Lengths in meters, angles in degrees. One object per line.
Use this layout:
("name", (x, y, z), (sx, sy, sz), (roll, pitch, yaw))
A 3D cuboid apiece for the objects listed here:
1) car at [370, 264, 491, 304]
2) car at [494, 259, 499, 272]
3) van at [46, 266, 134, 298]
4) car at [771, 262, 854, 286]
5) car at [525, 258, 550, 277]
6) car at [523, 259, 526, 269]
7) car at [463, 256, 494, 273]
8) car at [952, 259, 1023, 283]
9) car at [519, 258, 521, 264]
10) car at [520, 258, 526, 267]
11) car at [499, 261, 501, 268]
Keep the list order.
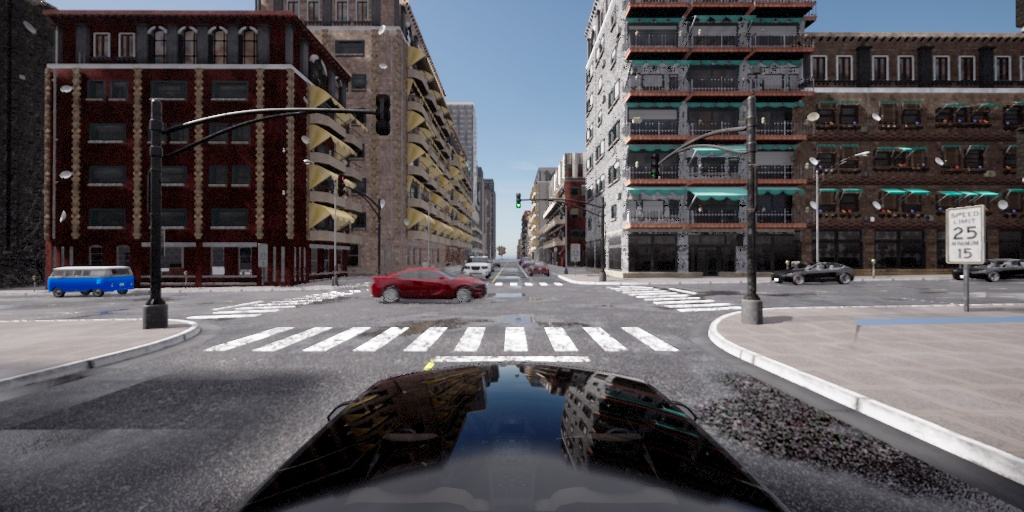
("car", (-3.626, 1.248, 15.910), (5.008, 1.535, 1.882), (0, 0, 0))
("car", (-3.097, 1.291, 44.276), (2.128, 1.511, 4.902), (0, 0, 0))
("van", (-25.369, 1.520, 21.629), (3.998, 1.789, 1.690), (0, 0, 0))
("car", (18.268, 1.034, 21.837), (4.313, 1.339, 1.948), (0, 0, 0))
("car", (2.689, 1.231, 36.275), (1.967, 1.591, 4.097), (0, 0, 0))
("car", (2.689, 1.349, 41.809), (2.007, 1.370, 4.403), (0, 0, 0))
("car", (-3.099, 1.009, 33.180), (2.150, 2.045, 5.566), (0, 0, 0))
("car", (29.594, 0.851, 21.765), (4.313, 1.339, 1.948), (0, 0, 0))
("car", (2.688, 1.412, 63.946), (1.802, 1.307, 4.207), (0, 0, 0))
("car", (2.689, 1.404, 58.412), (1.802, 1.307, 4.207), (0, 0, 0))
("car", (-3.041, 1.307, 63.735), (1.882, 1.535, 5.008), (0, 0, 1))
